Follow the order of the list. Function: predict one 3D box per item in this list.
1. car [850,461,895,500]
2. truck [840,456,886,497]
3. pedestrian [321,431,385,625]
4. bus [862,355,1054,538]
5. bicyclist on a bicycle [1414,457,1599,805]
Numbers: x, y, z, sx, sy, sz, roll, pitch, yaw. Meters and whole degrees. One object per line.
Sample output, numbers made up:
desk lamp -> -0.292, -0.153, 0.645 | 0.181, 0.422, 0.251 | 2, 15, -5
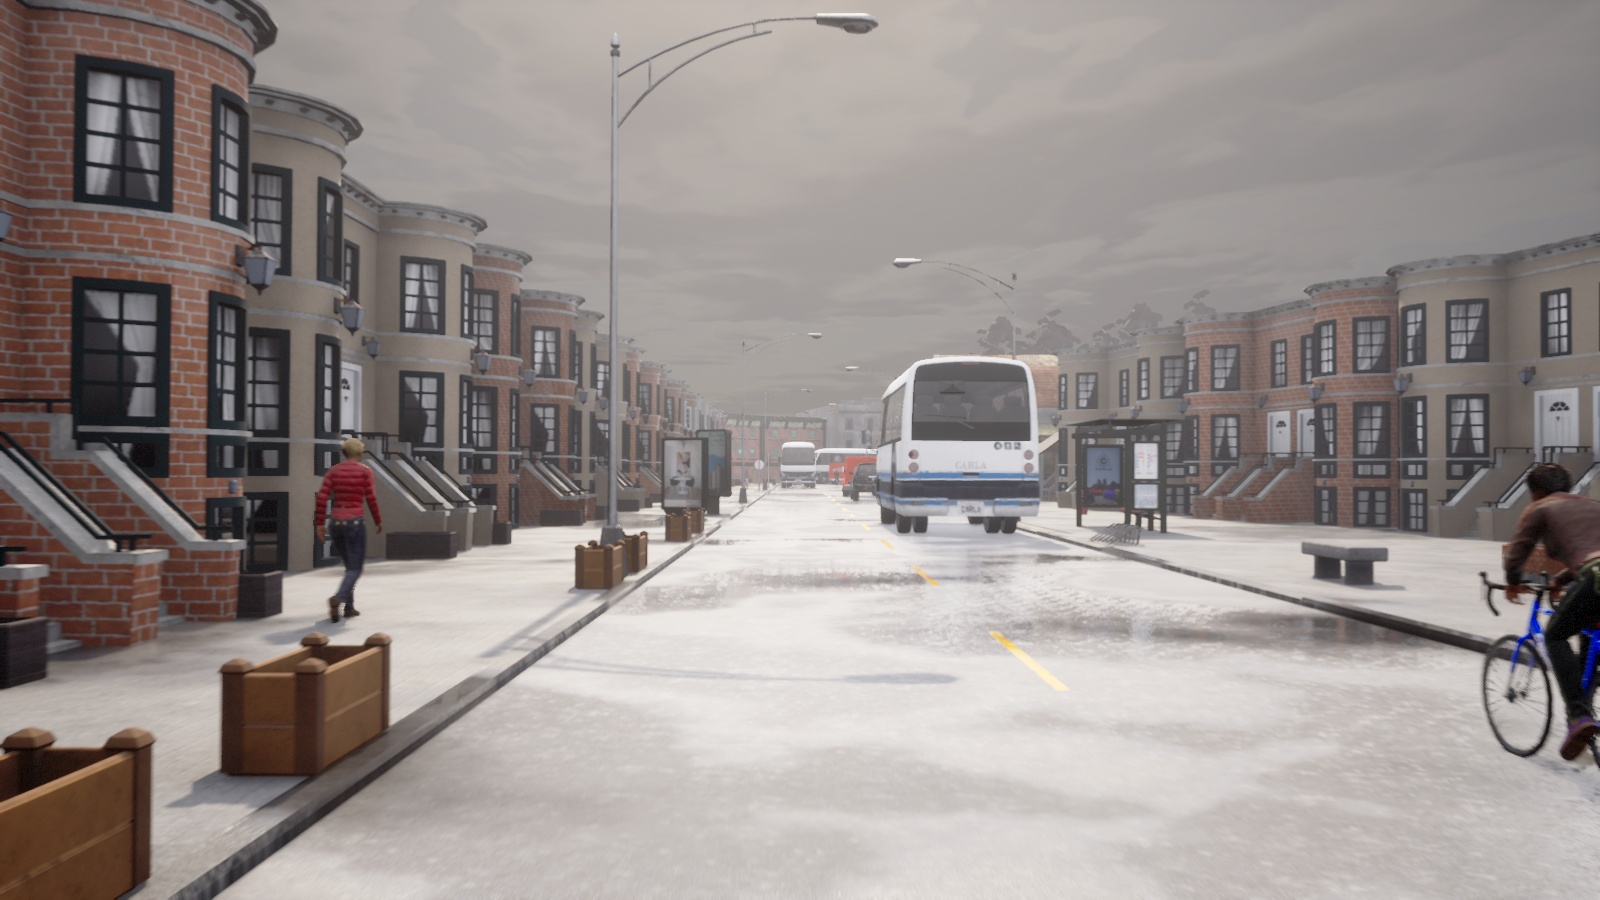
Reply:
car -> 3.925, 1.670, 68.817 | 2.150, 2.045, 5.566 | 0, -1, 0
truck -> 3.912, 1.634, 78.930 | 2.627, 2.467, 5.204 | 0, -1, 0
pedestrian -> -4.381, 0.748, 12.322 | 0.331, 1.846, 0.636 | 0, -1, 8
bus -> 3.951, 0.000, 34.528 | 3.944, 4.253, 10.273 | 0, -1, 0
bicyclist on a bicycle -> 3.983, 0.864, 6.697 | 0.582, 1.620, 1.656 | 0, -1, 0
